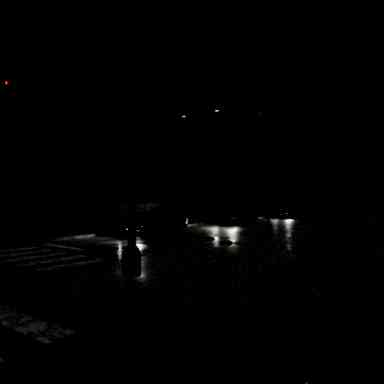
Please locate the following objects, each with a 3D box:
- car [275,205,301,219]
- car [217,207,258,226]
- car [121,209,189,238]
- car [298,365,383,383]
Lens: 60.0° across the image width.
[{"bbox_3d":[11.342,2.334,39.149,1.837,1.490,4.892,0,-1,36],"label":"car"},{"bbox_3d":[4.019,2.040,28.892,1.882,1.535,5.008,0,-1,35],"label":"car"},{"bbox_3d":[-2.134,1.849,20.254,1.837,1.490,4.892,0,-1,35],"label":"car"},{"bbox_3d":[2.413,1.550,1.230,4.403,1.369,2.008,0,0,36],"label":"car"}]
